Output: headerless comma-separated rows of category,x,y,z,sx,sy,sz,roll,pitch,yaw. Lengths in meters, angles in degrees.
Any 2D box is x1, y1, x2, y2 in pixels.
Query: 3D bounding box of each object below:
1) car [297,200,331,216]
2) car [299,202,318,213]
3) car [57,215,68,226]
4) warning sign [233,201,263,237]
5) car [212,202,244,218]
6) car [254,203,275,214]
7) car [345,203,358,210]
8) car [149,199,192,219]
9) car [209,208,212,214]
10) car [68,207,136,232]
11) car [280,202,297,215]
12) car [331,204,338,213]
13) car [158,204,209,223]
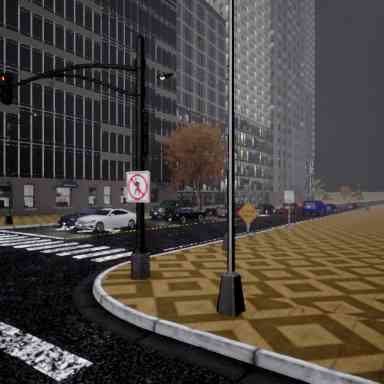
car,16.198,2.066,43.973,2.150,2.045,5.566,0,-1,35
car,19.223,2.507,54.706,1.882,1.535,5.008,0,-1,33
car,-7.495,1.873,25.514,2.033,1.411,5.357,0,-1,33
warning sign,3.145,1.454,18.548,1.300,1.860,1.060,1,1,33
car,4.654,1.992,38.315,2.097,1.767,4.553,0,-1,33
car,10.160,2.325,46.779,1.837,1.490,4.892,0,-1,33
car,31.545,2.838,65.693,1.812,1.442,4.674,0,-1,33
car,-1.964,1.730,34.071,2.150,2.045,5.566,0,-1,33
car,3.488,2.289,42.494,1.895,1.301,4.718,0,-1,33
car,-5.619,1.827,22.462,1.812,1.442,4.674,0,-1,33
car,13.878,2.206,46.341,2.097,1.767,4.553,0,-1,33
car,21.953,2.558,52.942,1.812,1.442,4.674,0,-1,33
car,-0.664,2.066,30.099,1.895,1.301,4.718,0,-1,33
